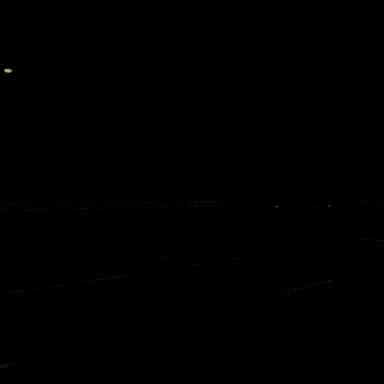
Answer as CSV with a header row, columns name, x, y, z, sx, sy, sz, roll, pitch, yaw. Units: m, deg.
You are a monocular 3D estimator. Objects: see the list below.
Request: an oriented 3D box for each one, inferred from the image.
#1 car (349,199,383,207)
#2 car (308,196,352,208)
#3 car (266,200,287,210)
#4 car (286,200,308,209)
name,x,y,z,sx,sy,sz,roll,pitch,yaw
car,18.679,1.793,34.528,4.674,1.442,1.812,1,0,-36
car,15.659,1.477,36.675,5.566,2.045,2.150,1,0,-35
car,11.620,1.733,42.388,5.008,1.535,1.882,1,0,-35
car,13.882,1.761,39.703,4.892,1.490,1.837,0,0,-35
